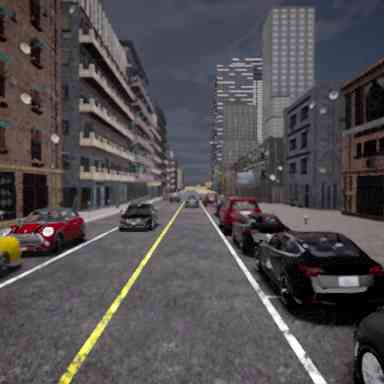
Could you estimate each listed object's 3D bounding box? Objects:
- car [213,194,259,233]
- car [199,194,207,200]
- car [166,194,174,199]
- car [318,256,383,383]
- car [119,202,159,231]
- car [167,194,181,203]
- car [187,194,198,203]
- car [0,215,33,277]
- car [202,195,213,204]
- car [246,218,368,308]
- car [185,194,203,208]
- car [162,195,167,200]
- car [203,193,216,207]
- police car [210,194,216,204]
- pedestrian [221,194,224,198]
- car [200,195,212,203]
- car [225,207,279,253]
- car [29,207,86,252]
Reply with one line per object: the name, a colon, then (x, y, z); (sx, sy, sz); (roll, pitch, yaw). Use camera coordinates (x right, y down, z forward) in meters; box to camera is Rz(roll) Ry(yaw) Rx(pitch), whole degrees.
car: (2.642, 1.228, 18.845); (2.192, 1.841, 5.009); (-1, 0, 0)
car: (2.689, 1.188, 80.224); (1.802, 1.307, 4.206); (-1, 0, 0)
car: (-5.690, 1.120, 85.760); (1.887, 1.381, 4.507); (-1, 0, 0)
car: (2.677, 1.550, 2.116); (2.008, 1.369, 4.403); (-1, 0, 0)
car: (-3.096, 1.413, 20.008); (1.837, 1.490, 4.892); (0, 0, 0)
car: (-3.029, 1.272, 60.764); (1.994, 1.385, 4.181); (0, 0, 1)
car: (0.009, 1.191, 59.736); (1.882, 1.535, 5.008); (0, 0, 0)
car: (-5.703, 1.492, 7.468); (1.752, 1.417, 4.829); (-1, 0, 0)
car: (2.676, 1.247, 58.075); (1.752, 1.417, 4.829); (-1, 0, 0)
car: (2.645, 1.531, 7.688); (1.947, 1.339, 4.313); (-1, 0, 0)
car: (0.033, 1.280, 45.038); (2.128, 1.511, 4.902); (0, 0, 1)
car: (-5.692, 1.219, 74.600); (1.802, 1.307, 4.206); (-1, 0, 0)
car: (2.646, 1.094, 46.744); (2.192, 1.841, 5.009); (-1, 0, 0)
police car: (3.004, 1.286, 30.020); (1.930, 1.638, 5.238); (0, 0, 0)
pedestrian: (3.005, 1.140, 33.013); (0.375, 1.860, 0.375); (-1, 1, 0)
car: (2.691, 1.245, 63.484); (2.008, 1.369, 4.403); (-1, 0, 0)
car: (2.645, 1.505, 13.267); (1.947, 1.339, 4.313); (-1, 0, 0)
car: (-5.703, 1.380, 13.218); (1.967, 1.590, 4.097); (-1, 0, 0)
